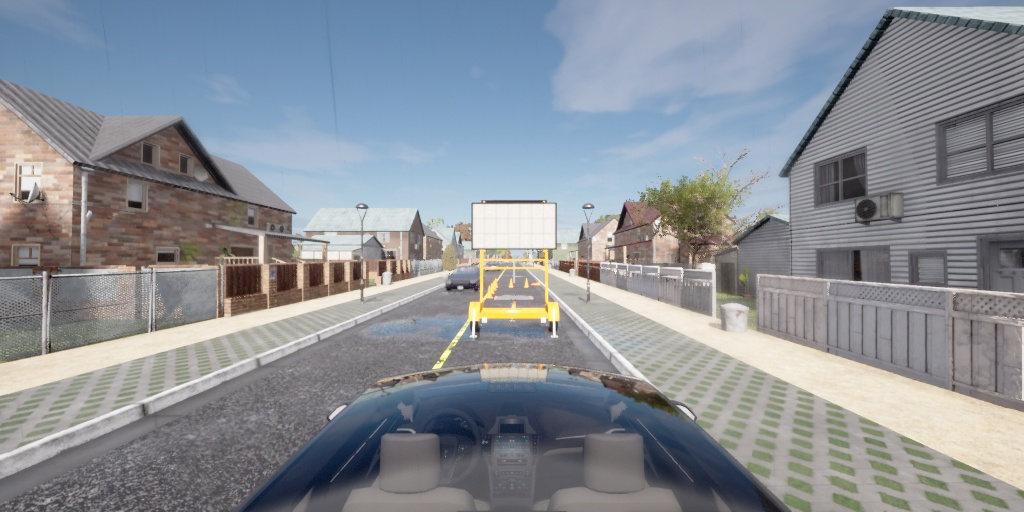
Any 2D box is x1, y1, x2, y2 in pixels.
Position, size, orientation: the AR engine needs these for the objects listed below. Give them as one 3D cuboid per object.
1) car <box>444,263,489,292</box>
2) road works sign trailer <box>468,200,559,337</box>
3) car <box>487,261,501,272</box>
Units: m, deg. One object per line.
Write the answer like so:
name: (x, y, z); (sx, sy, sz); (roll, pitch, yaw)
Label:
car: (-2.744, 1.320, 21.774); (2.033, 1.411, 5.357); (0, 0, 0)
road works sign trailer: (0.060, 0.220, 10.240); (2.380, 3.560, 2.880); (0, 0, 1)
car: (-2.513, 1.336, 47.642); (2.128, 1.511, 4.902); (0, 0, 0)
